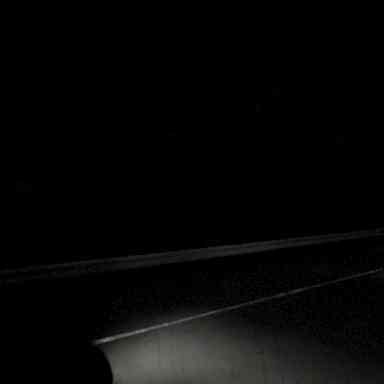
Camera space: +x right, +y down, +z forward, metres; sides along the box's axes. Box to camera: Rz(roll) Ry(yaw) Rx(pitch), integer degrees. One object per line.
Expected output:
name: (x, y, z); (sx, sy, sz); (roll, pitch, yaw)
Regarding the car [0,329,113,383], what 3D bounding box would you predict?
car: (-2.727, 1.511, 1.779); (4.674, 1.442, 1.812); (1, 0, -36)
